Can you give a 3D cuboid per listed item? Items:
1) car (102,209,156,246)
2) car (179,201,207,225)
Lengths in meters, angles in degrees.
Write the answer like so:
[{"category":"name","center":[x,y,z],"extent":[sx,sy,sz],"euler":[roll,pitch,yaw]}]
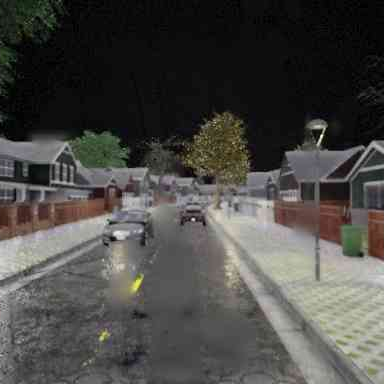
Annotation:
[{"category":"car","center":[-2.811,1.589,15.733],"extent":[2.128,1.511,4.902],"euler":[0,0,1]},{"category":"car","center":[0.094,1.661,25.289],"extent":[1.837,1.490,4.892],"euler":[0,0,0]}]
